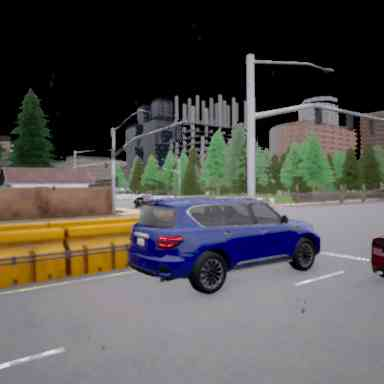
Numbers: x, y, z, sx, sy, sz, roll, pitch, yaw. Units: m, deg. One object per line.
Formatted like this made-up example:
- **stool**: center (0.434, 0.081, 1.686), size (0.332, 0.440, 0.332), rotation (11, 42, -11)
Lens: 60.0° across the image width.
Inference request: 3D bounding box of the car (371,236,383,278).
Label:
- **car**: center (6.520, 1.359, 8.468), size (5.008, 1.535, 1.882), rotation (-1, 1, -36)

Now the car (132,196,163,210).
- **car**: center (-5.506, 1.276, 40.602), size (1.837, 1.490, 4.892), rotation (-1, 0, -33)

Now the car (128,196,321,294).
- **car**: center (1.067, 1.151, 8.857), size (5.566, 2.045, 2.150), rotation (-1, 1, -36)
